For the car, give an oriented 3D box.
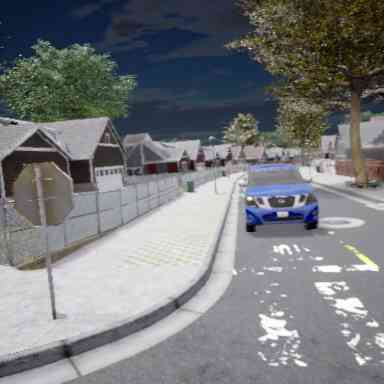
[{"bbox_3d":[2.941,0.037,12.085,2.150,2.045,5.566,-4,5,9],"label":"car"}]
